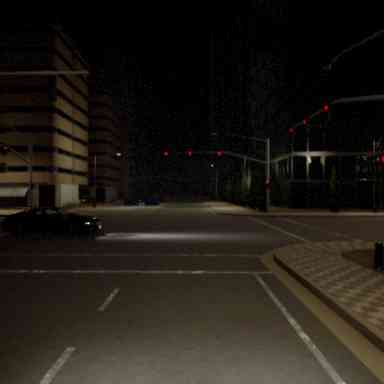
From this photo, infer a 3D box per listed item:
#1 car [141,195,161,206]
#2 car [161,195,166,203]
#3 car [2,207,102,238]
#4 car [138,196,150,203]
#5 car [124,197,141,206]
[{"bbox_3d":[-7.020,1.635,57.657,1.882,1.535,5.008,0,0,1],"label":"car"},{"bbox_3d":[-6.972,1.550,73.212,2.097,1.767,4.553,0,0,0],"label":"car"},{"bbox_3d":[-7.230,1.558,17.375,4.902,1.511,2.128,0,0,3],"label":"car"},{"bbox_3d":[-10.472,1.695,73.185,1.837,1.490,4.892,0,0,0],"label":"car"},{"bbox_3d":[-10.520,1.635,57.667,1.882,1.535,5.008,0,0,1],"label":"car"}]
